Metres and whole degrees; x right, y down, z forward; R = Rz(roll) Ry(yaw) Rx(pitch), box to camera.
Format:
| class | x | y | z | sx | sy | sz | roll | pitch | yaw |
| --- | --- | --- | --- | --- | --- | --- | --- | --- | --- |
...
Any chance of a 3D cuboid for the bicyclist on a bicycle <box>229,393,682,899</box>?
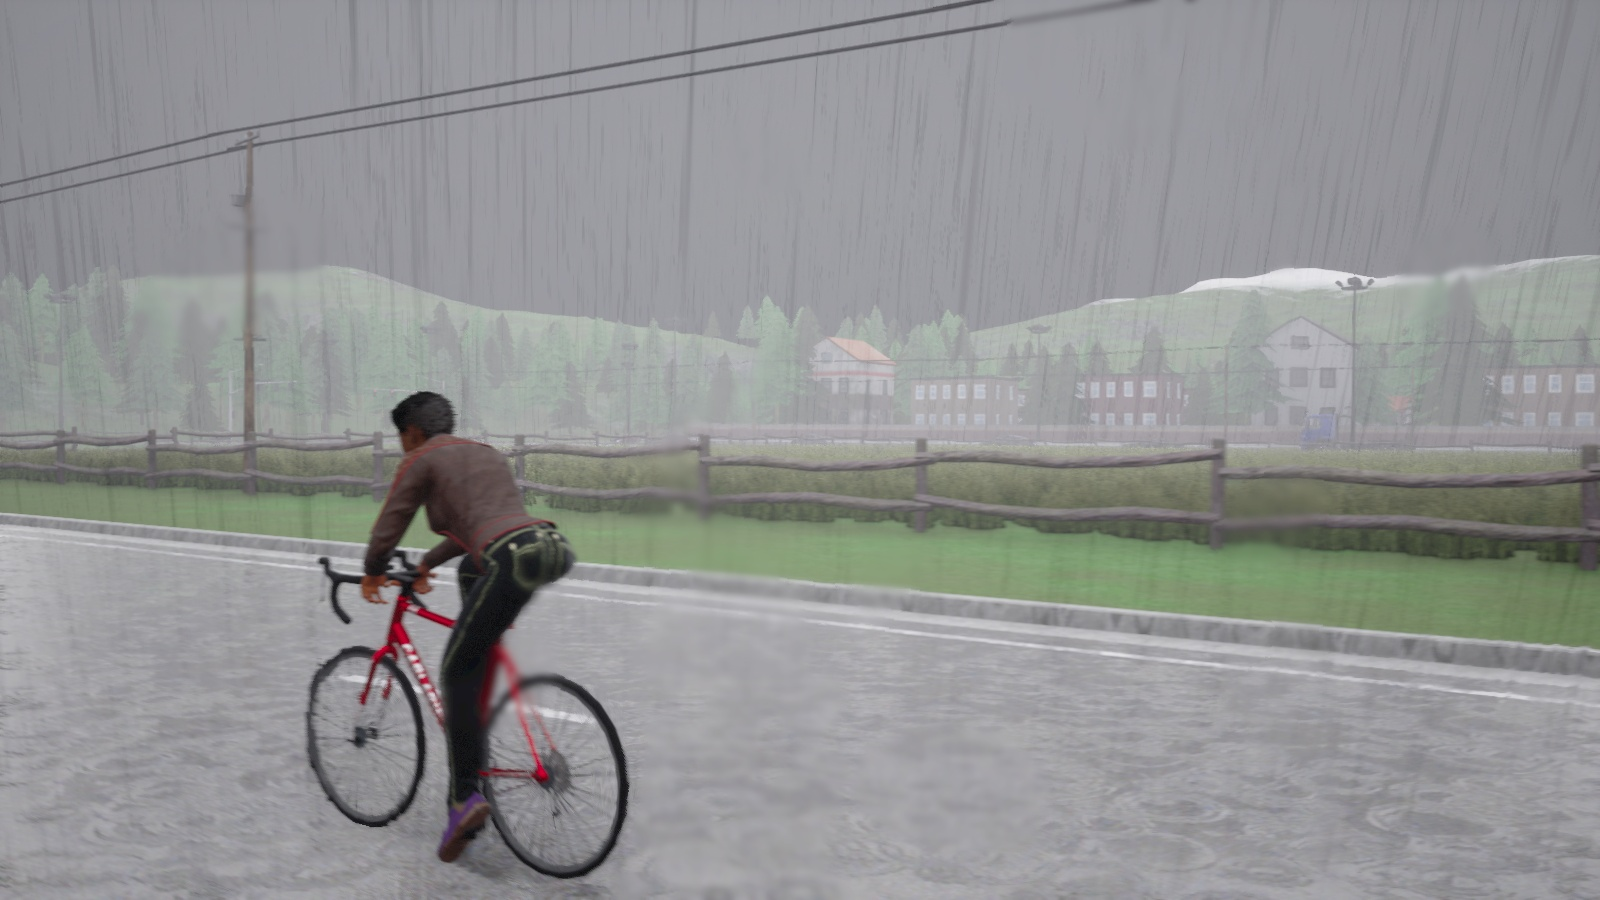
| class | x | y | z | sx | sy | sz | roll | pitch | yaw |
| --- | --- | --- | --- | --- | --- | --- | --- | --- | --- |
| bicyclist on a bicycle | -1.262 | 0.640 | 4.461 | 1.656 | 1.620 | 0.582 | 0 | 1 | 34 |
